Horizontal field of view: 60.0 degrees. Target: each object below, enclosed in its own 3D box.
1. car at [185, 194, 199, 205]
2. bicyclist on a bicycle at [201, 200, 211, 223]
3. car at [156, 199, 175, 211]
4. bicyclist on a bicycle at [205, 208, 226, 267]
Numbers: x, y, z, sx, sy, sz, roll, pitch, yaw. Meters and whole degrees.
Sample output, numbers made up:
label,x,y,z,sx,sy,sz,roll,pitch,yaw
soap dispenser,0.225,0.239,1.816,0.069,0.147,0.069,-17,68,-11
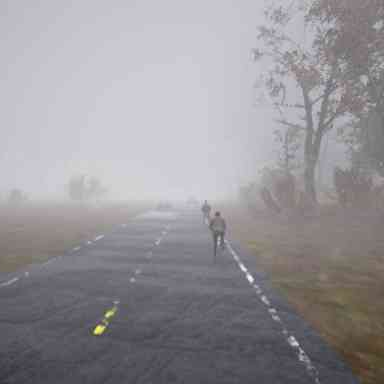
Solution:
label,x,y,z,sx,sy,sz,roll,pitch,yaw
car,0.114,1.432,56.719,1.994,1.385,4.181,0,0,0
bicyclist on a bicycle,0.821,1.323,19.166,0.659,1.776,1.843,-1,0,0
car,-3.083,1.510,39.197,1.895,1.301,4.718,0,0,0
bicyclist on a bicycle,0.815,1.426,10.342,0.582,1.620,1.656,-1,0,0
